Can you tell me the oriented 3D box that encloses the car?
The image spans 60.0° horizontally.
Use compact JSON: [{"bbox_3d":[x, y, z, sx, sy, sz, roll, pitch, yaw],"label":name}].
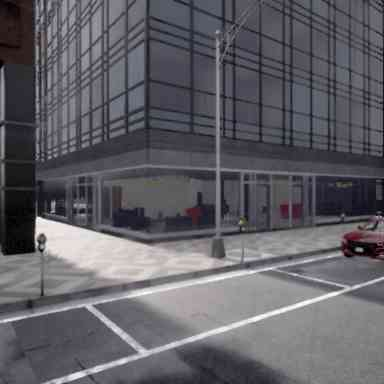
[{"bbox_3d":[7.113,1.583,11.827,4.507,1.381,1.887,0,0,-36],"label":"car"}]
